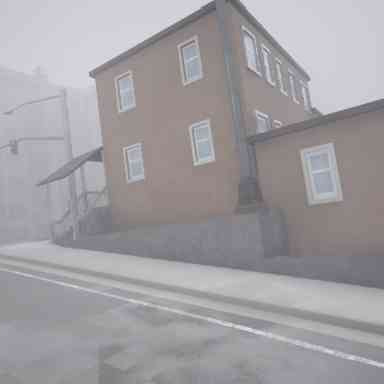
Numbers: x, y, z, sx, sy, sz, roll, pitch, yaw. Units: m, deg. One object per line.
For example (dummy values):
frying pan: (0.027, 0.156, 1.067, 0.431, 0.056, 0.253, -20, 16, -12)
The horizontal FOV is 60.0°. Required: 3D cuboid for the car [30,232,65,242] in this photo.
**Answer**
car: (-11.718, 4.286, 29.092, 1.837, 1.490, 4.892, -12, -11, 35)
